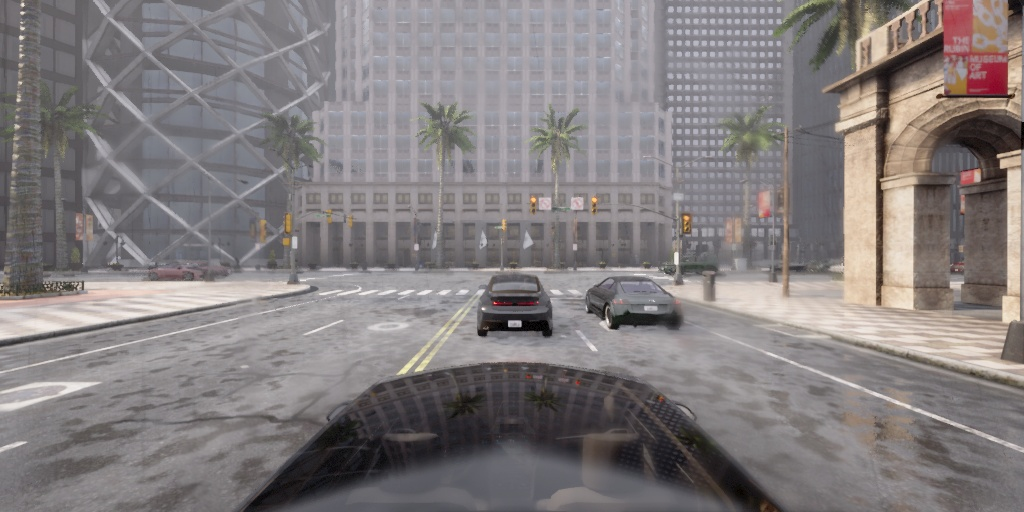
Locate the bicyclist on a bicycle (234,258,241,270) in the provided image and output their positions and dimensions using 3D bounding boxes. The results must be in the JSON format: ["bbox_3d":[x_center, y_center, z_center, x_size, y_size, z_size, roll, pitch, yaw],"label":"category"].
[{"bbox_3d":[-35.756,1.050,46.654,0.582,1.620,1.656,0,0,-12],"label":"bicyclist on a bicycle"}]

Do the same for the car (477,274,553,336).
[{"bbox_3d":[0.076,1.255,10.349,1.837,1.490,4.892,0,0,0],"label":"car"}]

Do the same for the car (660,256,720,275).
[{"bbox_3d":[18.268,0.971,36.846,5.566,2.045,2.150,0,0,0],"label":"car"}]

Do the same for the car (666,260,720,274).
[{"bbox_3d":[20.284,1.241,40.338,4.902,1.511,2.128,0,0,0],"label":"car"}]

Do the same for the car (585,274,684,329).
[{"bbox_3d":[3.580,1.314,11.216,1.994,1.385,4.181,0,0,0],"label":"car"}]

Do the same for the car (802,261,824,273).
[{"bbox_3d":[36.021,1.102,40.288,4.553,1.767,2.097,0,0,0],"label":"car"}]

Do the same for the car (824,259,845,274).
[{"bbox_3d":[35.371,1.275,36.793,4.674,1.442,1.812,0,0,0],"label":"car"}]

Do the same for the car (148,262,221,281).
[{"bbox_3d":[-27.015,1.312,29.430,4.181,1.385,1.994,0,0,-4],"label":"car"}]

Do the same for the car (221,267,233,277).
[{"bbox_3d":[-28.347,1.275,32.812,4.674,1.442,1.812,0,0,-6],"label":"car"}]
